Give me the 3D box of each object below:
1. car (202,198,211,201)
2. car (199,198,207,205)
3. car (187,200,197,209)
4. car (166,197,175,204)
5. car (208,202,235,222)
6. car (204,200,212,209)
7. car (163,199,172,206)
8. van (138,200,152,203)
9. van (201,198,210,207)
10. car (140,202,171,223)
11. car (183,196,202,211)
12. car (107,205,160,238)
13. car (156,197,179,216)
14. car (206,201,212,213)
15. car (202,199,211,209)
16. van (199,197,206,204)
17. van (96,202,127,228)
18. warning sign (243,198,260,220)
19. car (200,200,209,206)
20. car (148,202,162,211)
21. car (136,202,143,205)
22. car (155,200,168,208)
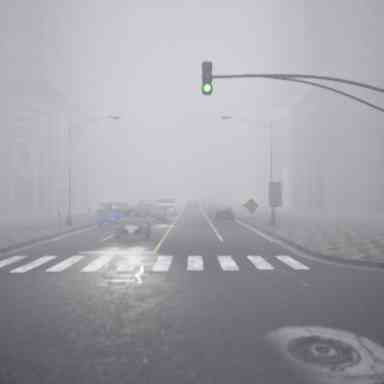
[{"bbox_3d":[2.776,2.216,57.582,1.887,1.381,4.507,0,-1,0],"label":"car"},{"bbox_3d":[2.771,2.440,85.209,1.967,1.590,4.097,0,-1,0],"label":"car"},{"bbox_3d":[0.005,2.222,59.670,1.812,1.442,4.674,0,-1,0],"label":"car"},{"bbox_3d":[-5.762,2.382,90.748,2.192,1.841,5.009,0,-1,0],"label":"car"},{"bbox_3d":[2.779,1.888,29.957,1.887,1.381,4.507,0,-1,0],"label":"car"},{"bbox_3d":[2.778,2.019,41.007,1.887,1.381,4.507,0,-1,0],"label":"car"},{"bbox_3d":[-5.764,2.458,79.527,1.752,1.417,4.829,0,-1,0],"label":"car"},{"bbox_3d":[-5.774,1.816,41.027,1.690,1.788,3.998,0,-1,0],"label":"van"},{"bbox_3d":[2.773,2.144,68.635,1.690,1.788,3.998,0,-1,0],"label":"van"},{"bbox_3d":[-3.089,1.859,29.003,1.812,1.442,4.674,0,-1,0],"label":"car"},{"bbox_3d":[0.063,1.933,49.994,2.097,1.767,4.553,0,-1,0],"label":"car"},{"bbox_3d":[-3.145,1.708,18.983,2.128,1.511,4.902,0,-1,-3],"label":"car"},{"bbox_3d":[-3.088,1.680,39.641,2.150,2.045,5.566,0,-1,0],"label":"car"},{"bbox_3d":[2.778,1.953,35.482,1.887,1.381,4.507,0,-1,0],"label":"car"},{"bbox_3d":[2.777,2.067,46.702,1.752,1.417,4.829,0,-1,0],"label":"car"},{"bbox_3d":[2.770,2.407,90.734,1.690,1.788,3.998,0,-1,0],"label":"van"},{"bbox_3d":[-5.778,1.621,24.454,1.690,1.788,3.998,0,-1,0],"label":"van"},{"bbox_3d":[5.074,1.443,28.576,1.300,1.860,1.060,0,0,0],"label":"warning sign"},{"bbox_3d":[2.773,2.419,74.157,2.008,1.369,4.403,0,-1,0],"label":"car"},{"bbox_3d":[-5.770,2.188,52.074,1.802,1.307,4.206,0,-1,0],"label":"car"},{"bbox_3d":[-5.776,1.889,29.976,1.887,1.381,4.507,0,-1,0],"label":"car"},{"bbox_3d":[-5.768,2.288,63.123,2.008,1.369,4.403,0,-1,0],"label":"car"}]
